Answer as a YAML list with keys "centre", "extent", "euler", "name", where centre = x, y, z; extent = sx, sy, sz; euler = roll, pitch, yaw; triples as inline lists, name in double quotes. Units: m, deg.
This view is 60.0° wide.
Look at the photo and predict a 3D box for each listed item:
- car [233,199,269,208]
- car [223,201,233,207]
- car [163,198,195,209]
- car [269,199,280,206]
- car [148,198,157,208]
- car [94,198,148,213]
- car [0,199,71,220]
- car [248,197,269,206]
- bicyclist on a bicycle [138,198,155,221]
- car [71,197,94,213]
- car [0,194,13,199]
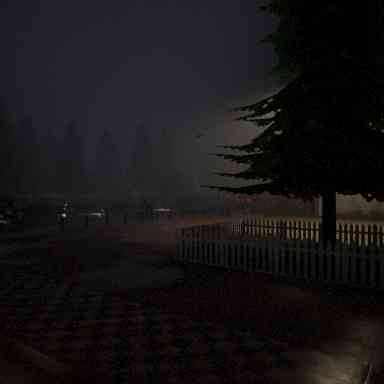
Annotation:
- centre: [8.432, 1.221, 47.417]
  extent: [2.150, 2.045, 5.566]
  euler: [0, 0, 36]
  name: "car"
- centre: [6.553, 1.563, 50.830]
  extent: [1.994, 1.385, 4.181]
  euler: [0, 0, 36]
  name: "car"
- centre: [-1.646, 1.547, 45.649]
  extent: [2.033, 1.411, 5.357]
  euler: [0, 0, 36]
  name: "car"
- centre: [14.342, 1.547, 55.718]
  extent: [2.033, 1.411, 5.357]
  euler: [0, 0, 36]
  name: "car"
- centre: [-6.601, 1.526, 44.746]
  extent: [1.812, 1.442, 4.674]
  euler: [0, 0, 36]
  name: "car"
- centre: [-7.815, 1.547, 37.020]
  extent: [2.033, 1.411, 5.357]
  euler: [0, 0, 35]
  name: "car"
- centre: [-13.660, 1.547, 28.824]
  extent: [2.033, 1.411, 5.357]
  euler: [0, 0, 35]
  name: "car"
- centre: [11.540, 1.564, 57.825]
  extent: [1.994, 1.385, 4.181]
  euler: [0, 0, 36]
  name: "car"
- centre: [-3.355, 1.302, 24.356]
  extent: [1.656, 1.620, 0.582]
  euler: [0, 0, 35]
  name: "bicyclist on a bicycle"
- centre: [-12.546, 1.352, 36.412]
  extent: [2.097, 1.767, 4.553]
  euler: [0, 0, 36]
  name: "car"
- centre: [-18.147, 1.222, 28.558]
  extent: [2.150, 2.045, 5.566]
  euler: [0, 0, 35]
  name: "car"
